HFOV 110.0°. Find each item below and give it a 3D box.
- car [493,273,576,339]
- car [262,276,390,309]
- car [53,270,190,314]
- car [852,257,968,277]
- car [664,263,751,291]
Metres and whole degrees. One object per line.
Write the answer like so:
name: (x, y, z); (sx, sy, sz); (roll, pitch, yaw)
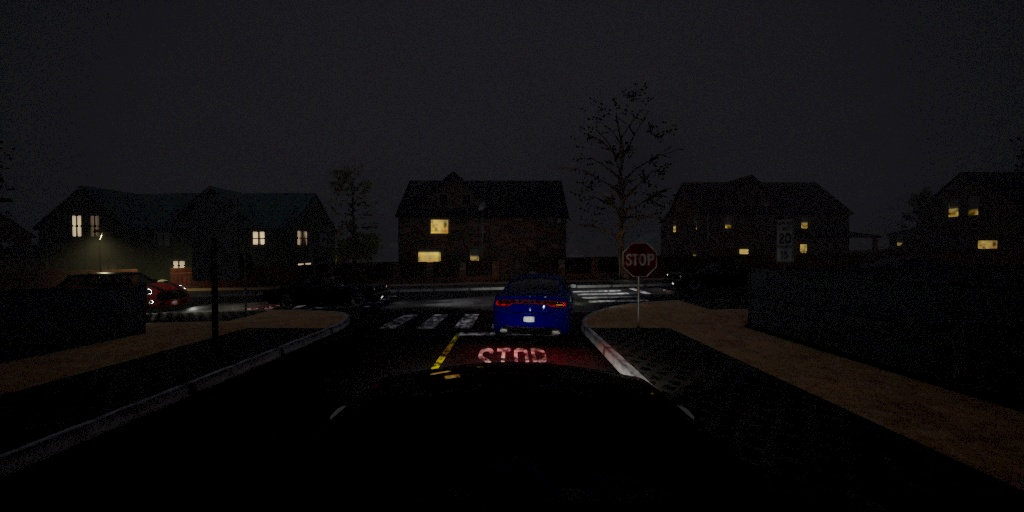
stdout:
car: (0.790, 1.226, 10.239); (1.882, 1.535, 5.008); (0, 0, 10)
car: (-7.806, 1.506, 15.450); (4.718, 1.301, 1.895); (-1, 1, 0)
car: (-16.793, 1.471, 15.445); (4.553, 1.767, 2.097); (-1, 1, 0)
car: (20.063, 0.753, 18.403); (5.357, 1.411, 2.033); (-1, 1, 0)
car: (10.417, 1.034, 18.370); (4.718, 1.301, 1.895); (-1, 1, -1)
